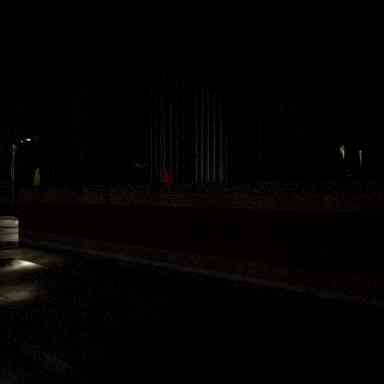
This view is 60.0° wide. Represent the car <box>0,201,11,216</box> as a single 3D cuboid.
[{"bbox_3d":[-16.437,1.547,29.125,2.128,1.511,4.902,0,0,37],"label":"car"}]

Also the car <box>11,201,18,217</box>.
[{"bbox_3d":[-12.280,1.603,28.845,2.033,1.411,5.357,0,0,37],"label":"car"}]
